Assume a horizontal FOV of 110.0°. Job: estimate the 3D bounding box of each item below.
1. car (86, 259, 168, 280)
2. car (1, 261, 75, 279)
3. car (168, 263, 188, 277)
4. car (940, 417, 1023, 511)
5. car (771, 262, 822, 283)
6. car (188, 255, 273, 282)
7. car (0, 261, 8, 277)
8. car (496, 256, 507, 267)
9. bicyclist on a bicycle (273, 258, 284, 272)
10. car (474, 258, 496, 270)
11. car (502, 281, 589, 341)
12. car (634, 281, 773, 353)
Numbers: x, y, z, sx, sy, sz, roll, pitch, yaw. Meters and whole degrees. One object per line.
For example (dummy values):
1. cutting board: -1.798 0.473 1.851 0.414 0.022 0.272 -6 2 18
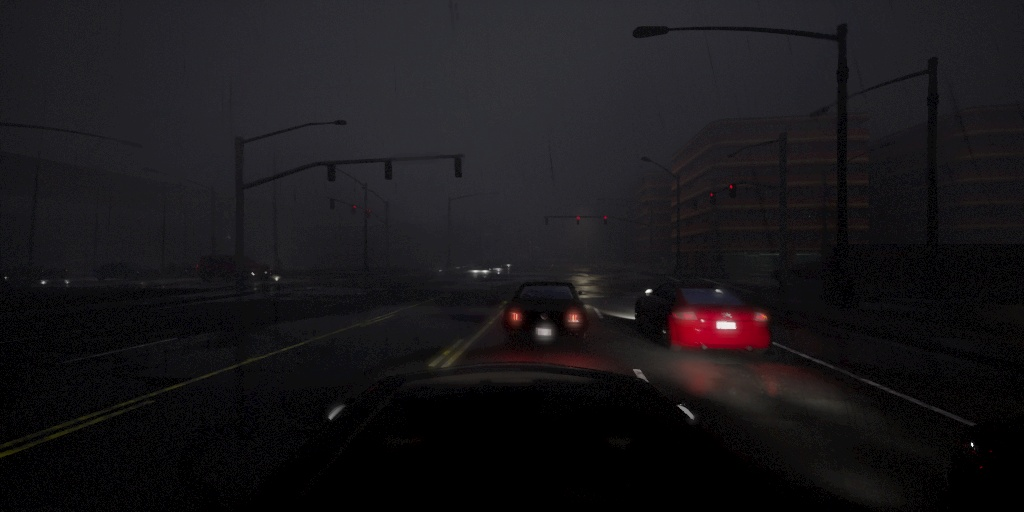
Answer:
1. car: -32.430 1.228 30.270 5.008 1.535 1.882 0 0 7
2. car: -41.836 1.351 31.600 4.718 1.301 1.895 0 0 12
3. car: -32.251 1.351 33.951 4.718 1.301 1.895 0 0 7
4. car: 3.640 1.242 0.209 2.128 1.511 4.902 0 0 1
5. car: 22.819 1.228 27.585 5.008 1.535 1.882 0 0 7
6. car: -22.499 0.971 29.093 5.566 2.045 2.150 0 0 7
7. car: -51.148 1.276 35.282 4.674 1.442 1.812 0 0 35
8. car: -2.499 1.064 58.569 1.895 1.301 4.718 0 1 8
9. bicyclist on a bicycle: -26.397 1.053 40.606 0.582 1.620 1.656 0 0 7
10. car: -3.851 1.176 48.715 1.994 1.385 4.181 0 1 8
11. car: 1.002 1.351 9.923 1.895 1.301 4.718 0 0 8
12. car: 4.405 1.314 8.921 1.994 1.385 4.181 0 0 7
